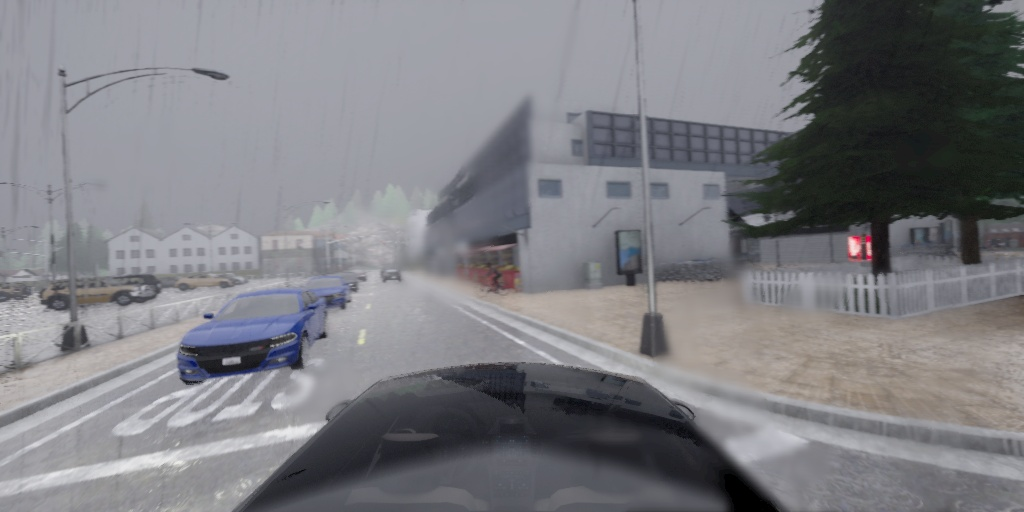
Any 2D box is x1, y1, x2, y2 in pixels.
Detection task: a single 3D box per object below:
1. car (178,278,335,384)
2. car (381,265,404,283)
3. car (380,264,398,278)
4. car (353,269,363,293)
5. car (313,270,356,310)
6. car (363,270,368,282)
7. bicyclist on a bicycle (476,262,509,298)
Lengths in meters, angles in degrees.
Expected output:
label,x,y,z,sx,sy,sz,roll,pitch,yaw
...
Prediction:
label,x,y,z,sx,sy,sz,roll,pitch,yaw
car,-5.525,1.519,8.279,1.882,1.535,5.008,-3,0,-20
car,-12.445,1.969,37.364,1.812,1.442,4.674,-3,0,-21
car,-17.099,2.055,49.779,2.097,1.767,4.553,-3,0,-20
car,-12.313,1.924,26.472,1.837,1.490,4.892,-3,0,-21
car,-8.882,1.706,17.268,1.882,1.535,5.008,-3,0,-20
car,-17.714,2.249,41.180,1.812,1.442,4.674,-3,0,-20
bicyclist on a bicycle,-0.909,1.113,16.740,1.656,1.620,0.582,-2,0,-21
